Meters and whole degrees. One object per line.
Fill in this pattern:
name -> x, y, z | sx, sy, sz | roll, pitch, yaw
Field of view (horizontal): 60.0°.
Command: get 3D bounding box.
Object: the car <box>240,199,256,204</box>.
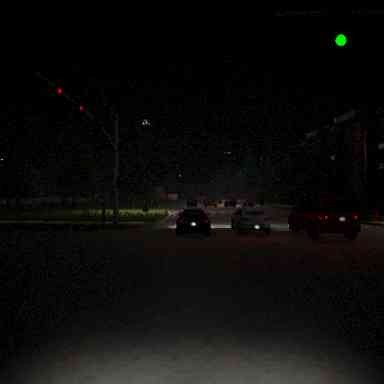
car -> 10.463, 2.174, 61.498 | 1.895, 1.301, 4.718 | 0, -1, 0

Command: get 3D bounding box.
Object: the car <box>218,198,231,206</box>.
car -> 6.956, 2.111, 71.467 | 2.128, 1.511, 4.902 | 0, -1, 0

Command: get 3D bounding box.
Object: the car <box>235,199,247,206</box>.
car -> 10.456, 2.182, 71.499 | 1.895, 1.301, 4.718 | 0, -1, 0

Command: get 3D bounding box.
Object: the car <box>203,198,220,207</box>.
car -> 3.463, 1.924, 61.435 | 2.097, 1.767, 4.553 | 0, -1, 0

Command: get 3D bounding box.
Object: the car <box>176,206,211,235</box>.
car -> 0.091, 1.753, 20.176 | 1.994, 1.385, 4.181 | 0, -1, 0

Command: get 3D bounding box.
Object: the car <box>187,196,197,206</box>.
car -> -0.044, 1.812, 71.495 | 2.150, 2.045, 5.566 | 0, -1, 0

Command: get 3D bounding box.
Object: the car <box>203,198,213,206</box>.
car -> 3.456, 2.064, 71.465 | 1.882, 1.535, 5.008 | 0, -1, 0

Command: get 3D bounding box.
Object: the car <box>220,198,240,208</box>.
car -> 6.963, 2.060, 61.050 | 2.128, 1.511, 4.902 | 0, -1, 0

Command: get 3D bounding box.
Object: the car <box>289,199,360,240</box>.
car -> 7.093, 1.394, 18.380 | 2.150, 2.045, 5.566 | 0, -1, 0

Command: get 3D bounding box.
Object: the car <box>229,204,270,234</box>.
car -> 3.577, 1.719, 20.636 | 1.812, 1.442, 4.674 | 0, -1, 0

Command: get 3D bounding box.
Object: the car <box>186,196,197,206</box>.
car -> -0.037, 2.046, 61.045 | 1.882, 1.535, 5.008 | 0, -1, 0
